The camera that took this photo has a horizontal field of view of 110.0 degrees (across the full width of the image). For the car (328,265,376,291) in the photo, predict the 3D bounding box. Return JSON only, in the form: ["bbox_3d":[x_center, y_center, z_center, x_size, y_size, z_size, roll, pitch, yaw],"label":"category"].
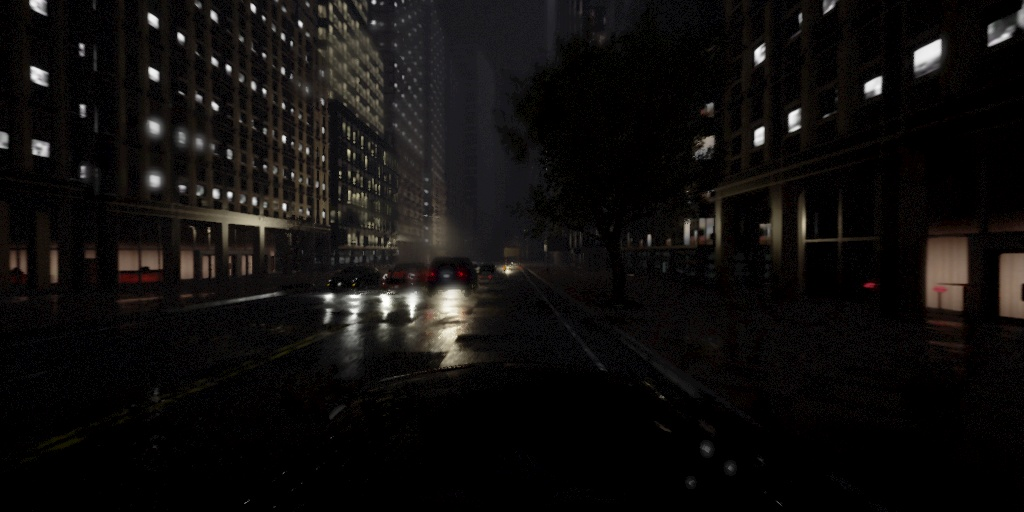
[{"bbox_3d":[-9.847,1.365,22.883,1.837,1.490,4.892,0,0,0],"label":"car"}]

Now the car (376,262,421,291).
[{"bbox_3d":[-6.597,1.211,22.780,2.097,1.767,4.553,0,0,0],"label":"car"}]

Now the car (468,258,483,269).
[{"bbox_3d":[-6.511,1.305,65.101,2.150,2.045,5.566,0,0,0],"label":"car"}]

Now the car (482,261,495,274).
[{"bbox_3d":[-3.149,1.474,46.257,2.128,1.511,4.902,0,0,0],"label":"car"}]

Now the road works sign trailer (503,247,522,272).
[{"bbox_3d":[0.007,0.474,51.298,2.380,3.560,2.880,0,0,1],"label":"road works sign trailer"}]

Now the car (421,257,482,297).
[{"bbox_3d":[-3.150,1.066,19.903,2.150,2.045,5.566,0,0,0],"label":"car"}]
